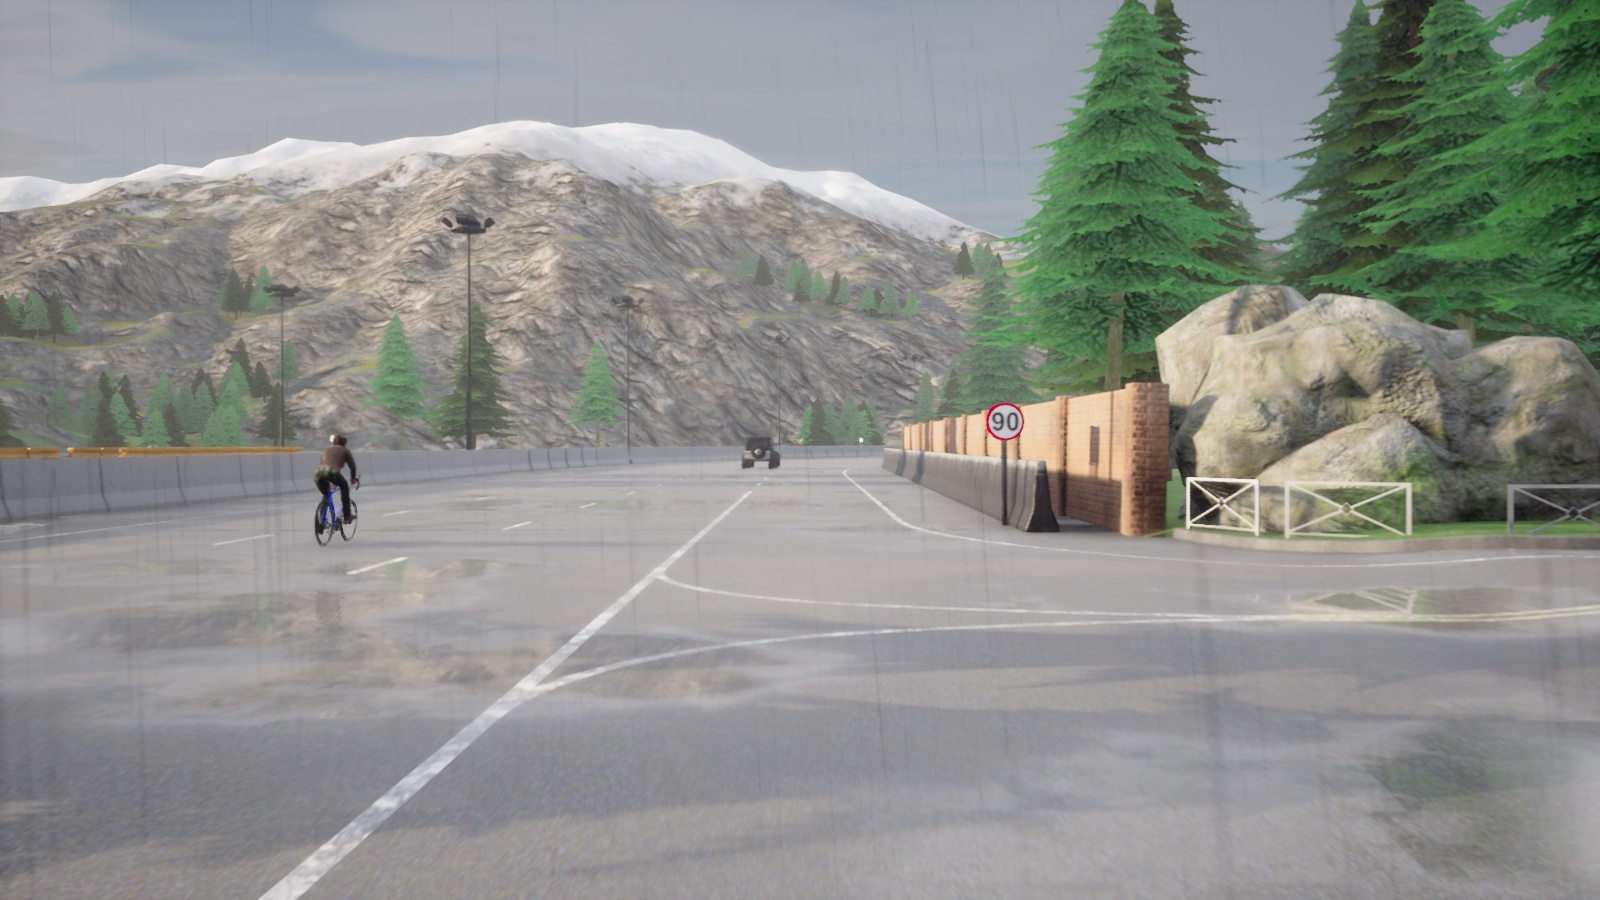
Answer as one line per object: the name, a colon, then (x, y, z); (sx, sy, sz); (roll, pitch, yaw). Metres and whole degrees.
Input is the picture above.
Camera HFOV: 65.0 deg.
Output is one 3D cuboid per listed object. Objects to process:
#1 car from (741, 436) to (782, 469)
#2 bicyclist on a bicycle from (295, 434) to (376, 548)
car: (-2.230, 0.126, 73.562); (1.905, 1.878, 3.866); (0, 0, 6)
bicyclist on a bicycle: (-6.878, 0.588, 18.676); (0.582, 1.620, 1.656); (0, 0, 0)
